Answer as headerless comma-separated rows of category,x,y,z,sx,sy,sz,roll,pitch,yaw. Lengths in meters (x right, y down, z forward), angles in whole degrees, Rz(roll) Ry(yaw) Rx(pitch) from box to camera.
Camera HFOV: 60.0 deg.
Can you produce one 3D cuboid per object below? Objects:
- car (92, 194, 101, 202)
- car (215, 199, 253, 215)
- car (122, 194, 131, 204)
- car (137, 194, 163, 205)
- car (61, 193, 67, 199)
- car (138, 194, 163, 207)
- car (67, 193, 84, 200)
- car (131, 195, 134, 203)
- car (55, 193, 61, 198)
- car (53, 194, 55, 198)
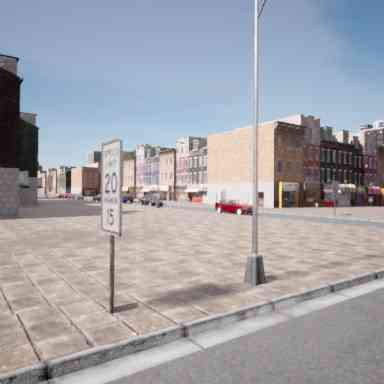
car,-16.066,1.036,58.644,1.812,1.442,4.674,1,0,-35
car,4.001,1.363,30.960,1.887,1.381,4.507,1,0,-35
car,-12.015,1.043,52.934,1.882,1.535,5.008,1,0,-35
car,-6.417,1.144,50.329,1.837,1.490,4.892,1,0,-35
car,-27.730,0.920,75.806,1.887,1.381,4.507,1,0,-35
car,-5.518,1.226,44.413,1.947,1.339,4.313,1,0,-35
car,-24.557,0.961,71.321,2.008,1.369,4.403,1,0,-35
car,-11.825,1.069,57.884,1.837,1.490,4.892,1,0,-35
car,-30.904,0.888,80.291,1.887,1.381,4.507,1,0,-35
car,-33.978,0.840,84.637,1.752,1.417,4.829,1,0,-35
